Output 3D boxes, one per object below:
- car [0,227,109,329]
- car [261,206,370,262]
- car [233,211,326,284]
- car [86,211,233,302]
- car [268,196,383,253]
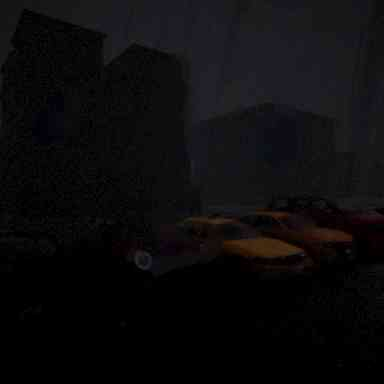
[{"bbox_3d":[-3.726,1.478,6.781,2.231,1.521,4.892,0,0,-35],"label":"car"},{"bbox_3d":[3.065,1.440,11.638,2.097,1.535,5.008,0,0,-35],"label":"car"},{"bbox_3d":[0.910,1.449,9.867,1.946,1.575,5.366,0,0,-35],"label":"car"},{"bbox_3d":[-1.381,1.339,8.500,2.185,1.767,4.553,0,0,-35],"label":"car"},{"bbox_3d":[5.349,1.177,13.226,2.435,2.045,5.566,0,0,-35],"label":"car"}]
